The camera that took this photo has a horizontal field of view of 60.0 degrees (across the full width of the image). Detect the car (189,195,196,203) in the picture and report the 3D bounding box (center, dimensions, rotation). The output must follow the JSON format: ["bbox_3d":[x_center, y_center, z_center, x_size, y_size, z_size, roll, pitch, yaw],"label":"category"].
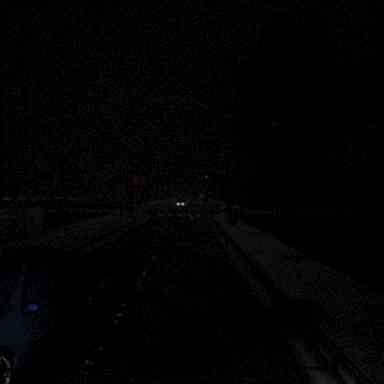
[{"bbox_3d":[0.144,2.344,94.511,1.994,1.385,4.181,0,0,0],"label":"car"}]

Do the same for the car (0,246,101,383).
[{"bbox_3d":[-2.851,1.596,4.970,2.033,1.411,5.357,0,-1,0],"label":"car"}]

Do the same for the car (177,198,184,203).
[{"bbox_3d":[-3.091,2.317,90.145,1.994,1.385,4.181,0,0,0],"label":"car"}]

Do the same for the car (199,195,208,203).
[{"bbox_3d":[3.394,2.146,94.493,2.097,1.767,4.553,0,0,0],"label":"car"}]
